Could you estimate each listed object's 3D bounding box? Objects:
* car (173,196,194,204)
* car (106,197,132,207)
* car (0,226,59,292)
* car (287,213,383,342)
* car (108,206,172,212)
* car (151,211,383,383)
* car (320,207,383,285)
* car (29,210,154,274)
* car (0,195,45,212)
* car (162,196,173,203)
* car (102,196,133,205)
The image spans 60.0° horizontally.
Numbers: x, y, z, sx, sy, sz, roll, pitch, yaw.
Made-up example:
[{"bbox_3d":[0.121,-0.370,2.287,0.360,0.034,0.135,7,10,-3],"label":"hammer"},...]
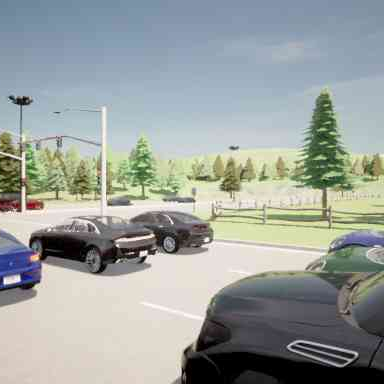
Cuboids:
[{"bbox_3d":[-1.162,1.564,64.956,1.994,1.385,4.181,0,0,35],"label":"car"},{"bbox_3d":[-11.163,1.564,50.660,1.994,1.385,4.181,0,0,35],"label":"car"},{"bbox_3d":[-5.347,1.526,7.788,4.674,1.442,1.812,0,0,36],"label":"car"},{"bbox_3d":[4.126,1.352,5.348,4.553,1.767,2.097,0,0,36],"label":"car"},{"bbox_3d":[-1.430,1.505,13.590,4.892,1.490,1.837,0,0,36],"label":"car"},{"bbox_3d":[2.556,1.221,2.169,5.566,2.045,2.150,0,0,36],"label":"car"},{"bbox_3d":[5.874,1.352,8.400,4.553,1.767,2.097,0,0,35],"label":"car"},{"bbox_3d":[-3.305,1.492,10.628,4.902,1.511,2.128,0,0,36],"label":"car"},{"bbox_3d":[-19.656,1.477,38.436,1.882,1.535,5.008,0,0,35],"label":"car"},{"bbox_3d":[-4.316,1.534,72.587,2.033,1.411,5.357,0,0,35],"label":"car"},{"bbox_3d":[-13.319,1.547,59.806,2.033,1.411,5.357,0,0,35],"label":"car"}]
